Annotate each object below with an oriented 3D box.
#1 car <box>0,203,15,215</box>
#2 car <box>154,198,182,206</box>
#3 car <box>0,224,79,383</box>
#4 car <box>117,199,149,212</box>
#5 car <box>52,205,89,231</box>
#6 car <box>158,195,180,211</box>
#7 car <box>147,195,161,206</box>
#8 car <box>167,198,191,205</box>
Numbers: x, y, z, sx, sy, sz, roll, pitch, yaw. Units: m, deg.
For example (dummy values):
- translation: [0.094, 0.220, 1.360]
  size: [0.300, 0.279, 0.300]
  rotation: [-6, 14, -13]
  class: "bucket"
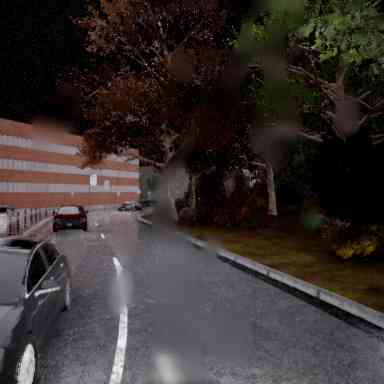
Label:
- translation: [-21.667, 1.795, 36.121]
  size: [2.128, 1.511, 4.902]
  rotation: [0, 0, 21]
  class: "car"
- translation: [-4.653, 1.860, 63.858]
  size: [5.008, 1.535, 2.097]
  rotation: [0, 0, 20]
  class: "car"
- translation: [-2.951, 1.511, 4.806]
  size: [1.837, 1.490, 4.892]
  rotation: [0, 0, -12]
  class: "car"
- translation: [-7.715, 1.825, 42.350]
  size: [1.994, 1.385, 4.181]
  rotation: [0, -1, 19]
  class: "car"
- translation: [-7.579, 1.564, 20.870]
  size: [1.882, 1.535, 5.008]
  rotation: [0, 0, -18]
  class: "car"
- translation: [-2.490, 1.657, 47.090]
  size: [2.097, 1.767, 4.553]
  rotation: [0, 0, 20]
  class: "car"
- translation: [-6.595, 1.582, 58.551]
  size: [5.566, 2.045, 2.435]
  rotation: [0, 0, 20]
  class: "car"
- translation: [-2.730, 1.922, 69.171]
  size: [4.674, 1.452, 2.002]
  rotation: [0, 0, 20]
  class: "car"
